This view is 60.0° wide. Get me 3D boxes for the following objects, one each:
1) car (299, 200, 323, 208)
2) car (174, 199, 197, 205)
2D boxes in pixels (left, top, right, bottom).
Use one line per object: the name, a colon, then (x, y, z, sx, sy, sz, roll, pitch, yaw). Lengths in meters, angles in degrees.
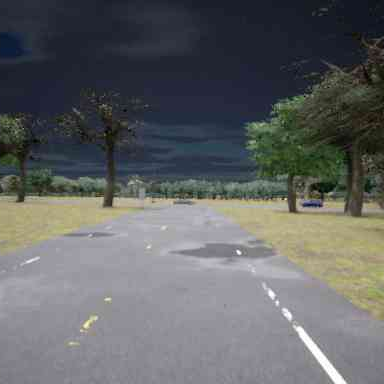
car: (29.375, 2.932, 82.248, 5.566, 2.045, 2.150, 2, 0, 0)
car: (-1.478, 2.353, 75.401, 5.357, 1.411, 2.033, 2, 0, 0)
